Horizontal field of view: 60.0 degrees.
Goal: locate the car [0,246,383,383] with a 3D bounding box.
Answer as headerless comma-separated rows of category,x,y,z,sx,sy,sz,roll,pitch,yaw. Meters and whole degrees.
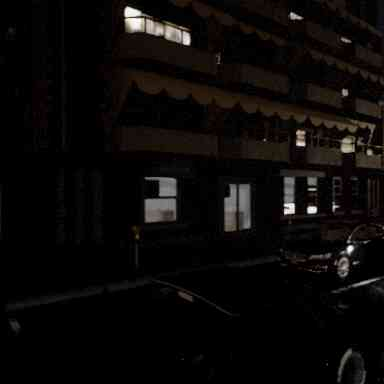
car,0.046,1.592,3.411,4.718,1.301,1.895,0,0,-36

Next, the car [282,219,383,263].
car,4.368,1.508,9.685,4.403,1.369,2.008,0,0,-36
